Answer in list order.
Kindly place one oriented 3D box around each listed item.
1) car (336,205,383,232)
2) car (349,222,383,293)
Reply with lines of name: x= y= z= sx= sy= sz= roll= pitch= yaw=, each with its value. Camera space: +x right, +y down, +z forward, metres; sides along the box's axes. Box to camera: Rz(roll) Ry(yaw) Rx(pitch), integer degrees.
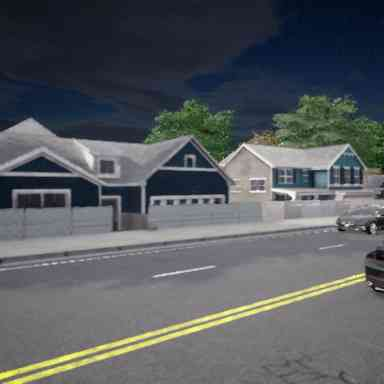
car: x=10.109 y=1.517 z=18.866 sx=4.892 sy=1.490 sz=1.837 roll=0 pitch=0 yaw=-35
car: x=5.841 y=1.503 z=7.603 sx=4.892 sy=1.490 sz=1.837 roll=0 pitch=0 yaw=-36
